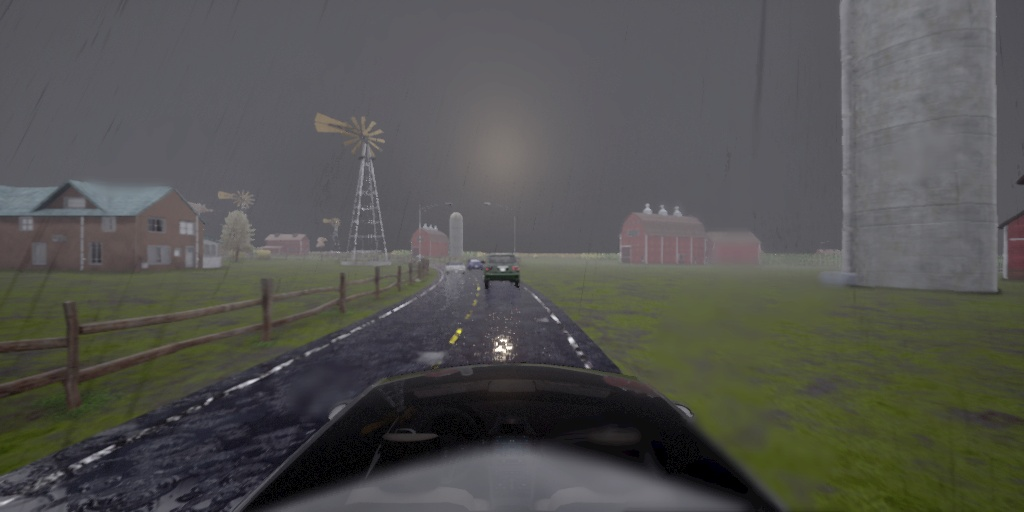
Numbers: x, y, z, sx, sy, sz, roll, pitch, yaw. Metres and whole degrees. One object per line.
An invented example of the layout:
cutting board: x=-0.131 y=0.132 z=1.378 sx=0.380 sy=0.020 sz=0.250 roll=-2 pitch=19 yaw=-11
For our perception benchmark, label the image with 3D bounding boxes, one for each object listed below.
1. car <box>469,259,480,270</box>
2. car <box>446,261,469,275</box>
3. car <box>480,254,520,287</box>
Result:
car: x=-4.846 y=1.038 z=45.387 sx=1.812 sy=1.442 sz=4.674 roll=0 pitch=0 yaw=-14
car: x=-5.695 y=1.167 z=36.134 sx=1.895 sy=1.301 sz=4.718 roll=0 pitch=0 yaw=-11
car: x=-0.782 y=0.863 z=23.240 sx=2.150 sy=2.045 sz=5.566 roll=0 pitch=0 yaw=-6
